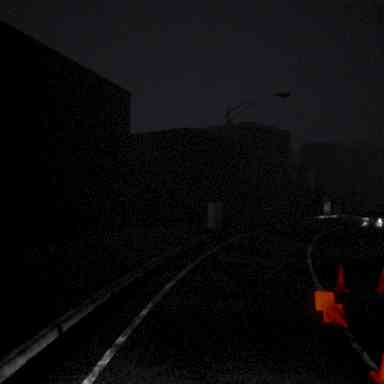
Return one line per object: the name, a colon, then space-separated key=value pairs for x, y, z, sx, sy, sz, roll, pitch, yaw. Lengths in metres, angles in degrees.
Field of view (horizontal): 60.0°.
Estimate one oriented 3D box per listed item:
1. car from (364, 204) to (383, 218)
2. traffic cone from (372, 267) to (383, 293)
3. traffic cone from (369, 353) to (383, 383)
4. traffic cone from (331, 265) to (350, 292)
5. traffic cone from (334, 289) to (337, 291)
car: x=21.881 y=2.212 z=39.050 sx=1.882 sy=1.535 sz=5.008 roll=3 pitch=0 yaw=45
traffic cone: x=4.592 y=2.096 z=7.987 sx=0.340 sy=0.580 sz=0.340 roll=2 pitch=0 yaw=2
traffic cone: x=2.428 y=2.026 z=4.073 sx=0.340 sy=0.580 sz=0.340 roll=2 pitch=0 yaw=2
traffic cone: x=3.593 y=2.064 z=8.028 sx=0.340 sy=0.580 sz=0.340 roll=2 pitch=0 yaw=2
traffic cone: x=2.424 y=2.059 z=6.256 sx=0.340 sy=0.340 sz=0.580 roll=2 pitch=-19 yaw=8
